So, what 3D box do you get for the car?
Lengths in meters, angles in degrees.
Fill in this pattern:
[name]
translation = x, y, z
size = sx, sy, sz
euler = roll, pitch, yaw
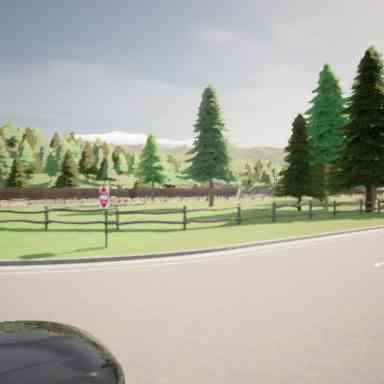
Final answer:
[car]
translation = -2.744, 1.512, 1.787
size = 4.892, 1.490, 1.837
euler = 0, 0, -36
